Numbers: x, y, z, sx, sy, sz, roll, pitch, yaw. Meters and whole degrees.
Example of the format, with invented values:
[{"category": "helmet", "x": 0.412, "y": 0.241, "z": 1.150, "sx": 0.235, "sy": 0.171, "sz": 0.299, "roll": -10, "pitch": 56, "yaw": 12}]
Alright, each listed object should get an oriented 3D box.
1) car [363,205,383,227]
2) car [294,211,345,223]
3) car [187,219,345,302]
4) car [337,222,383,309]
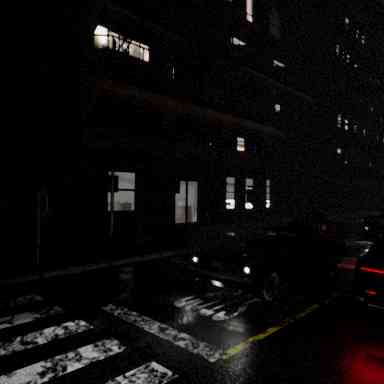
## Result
[{"category": "car", "x": 10.317, "y": 1.561, "z": 16.630, "sx": 5.357, "sy": 1.411, "sz": 2.033, "roll": 0, "pitch": 0, "yaw": -45}, {"category": "car", "x": 5.909, "y": 1.598, "z": 15.885, "sx": 4.206, "sy": 1.307, "sz": 1.802, "roll": 0, "pitch": 1, "yaw": -45}, {"category": "car", "x": 2.112, "y": 1.610, "z": 8.511, "sx": 4.718, "sy": 1.301, "sz": 1.895, "roll": 0, "pitch": 0, "yaw": -44}, {"category": "car", "x": 5.007, "y": 1.508, "z": 6.988, "sx": 4.892, "sy": 1.490, "sz": 1.837, "roll": 0, "pitch": 0, "yaw": -45}]
